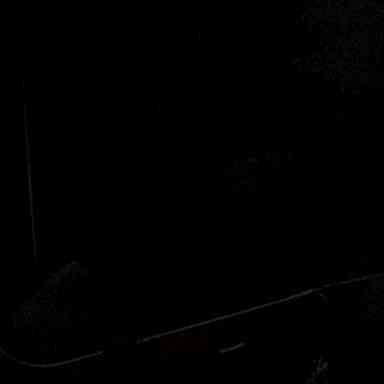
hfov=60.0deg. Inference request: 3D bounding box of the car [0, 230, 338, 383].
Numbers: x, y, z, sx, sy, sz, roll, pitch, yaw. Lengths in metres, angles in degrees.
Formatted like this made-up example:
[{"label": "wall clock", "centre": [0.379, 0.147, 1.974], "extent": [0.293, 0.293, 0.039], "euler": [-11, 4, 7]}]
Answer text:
[{"label": "car", "centre": [-0.657, 1.346, 3.292], "extent": [4.553, 1.767, 2.097], "euler": [0, 0, -33]}]
